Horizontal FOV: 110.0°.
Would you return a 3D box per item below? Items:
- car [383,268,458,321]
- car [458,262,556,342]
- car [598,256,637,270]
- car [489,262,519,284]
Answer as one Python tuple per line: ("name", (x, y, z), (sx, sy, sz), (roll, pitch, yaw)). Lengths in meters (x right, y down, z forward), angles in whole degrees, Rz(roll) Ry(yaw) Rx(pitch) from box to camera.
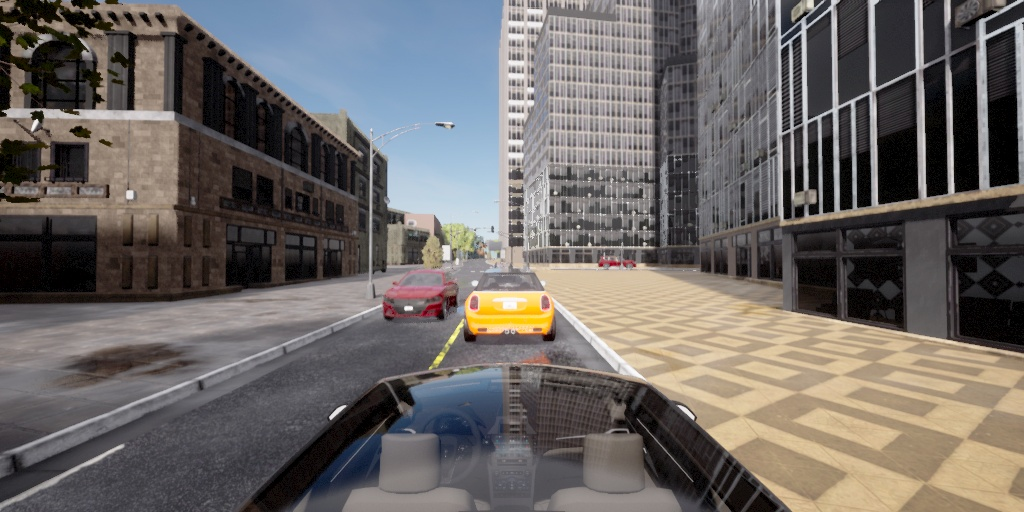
("car", (-3.026, 1.227, 12.760), (1.882, 1.535, 5.008), (0, 0, -2))
("car", (-0.085, 1.102, 9.961), (2.097, 1.767, 4.553), (0, 0, -1))
("car", (14.172, 0.941, 48.440), (5.009, 1.841, 2.192), (0, 0, 15))
("car", (-0.706, 1.242, 27.985), (2.128, 1.511, 4.902), (0, 0, -3))
